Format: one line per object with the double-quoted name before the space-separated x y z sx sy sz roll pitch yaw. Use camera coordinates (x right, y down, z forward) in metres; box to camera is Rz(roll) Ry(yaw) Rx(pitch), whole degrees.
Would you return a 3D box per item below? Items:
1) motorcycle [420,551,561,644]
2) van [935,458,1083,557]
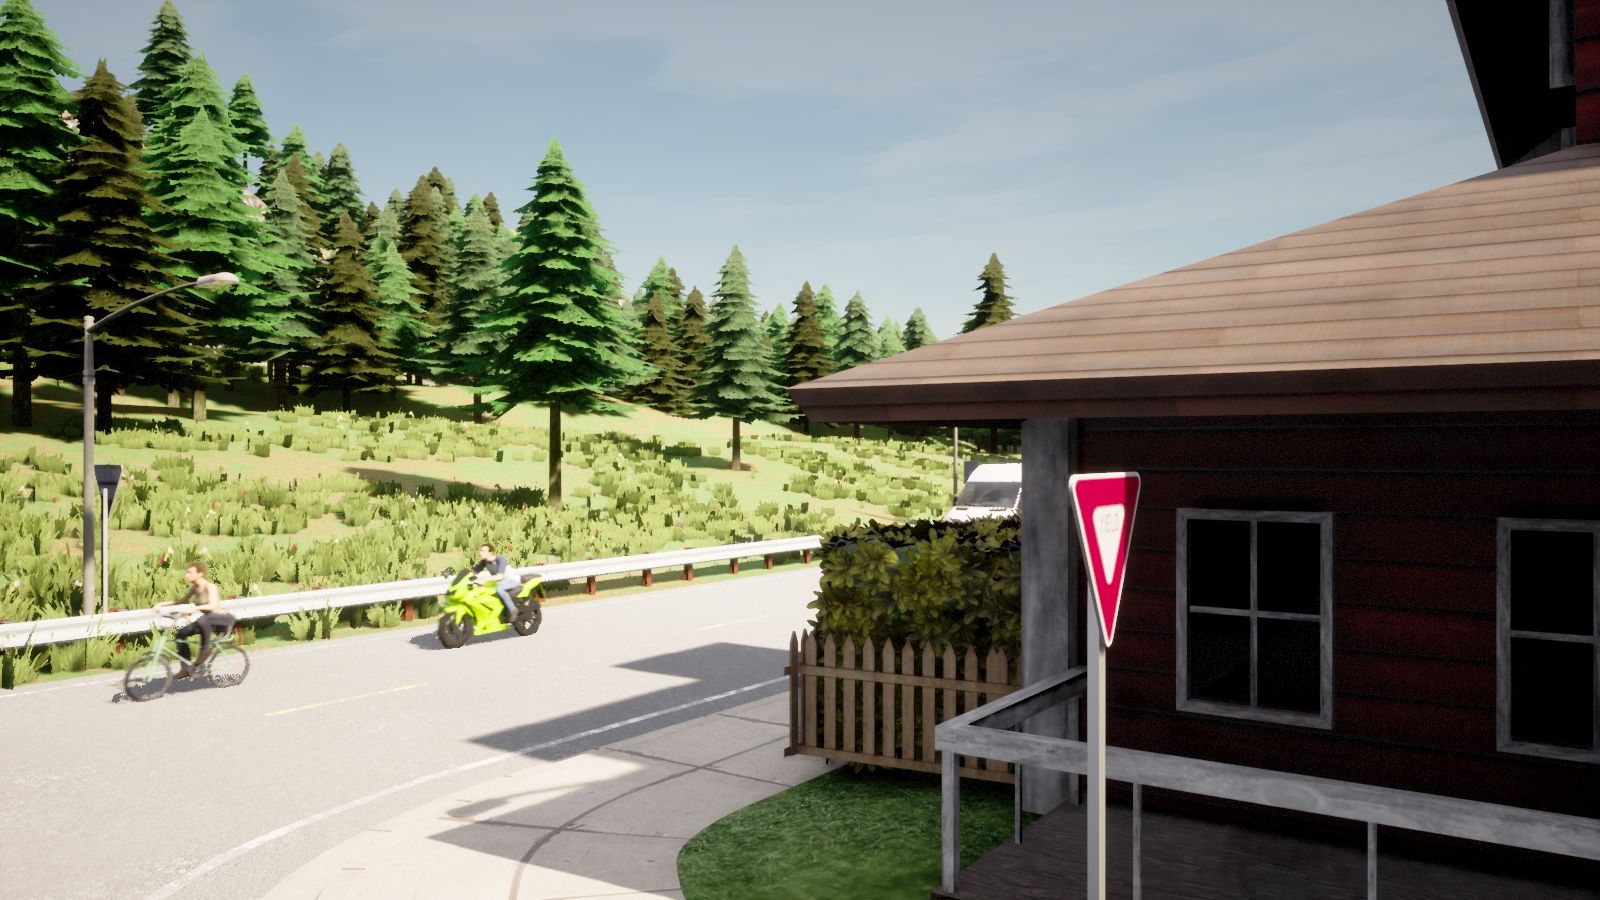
"motorcycle" -4.691 2.213 17.438 0.803 1.145 2.033 0 0 35
"van" 6.168 1.534 33.094 1.988 2.561 5.915 0 0 34
